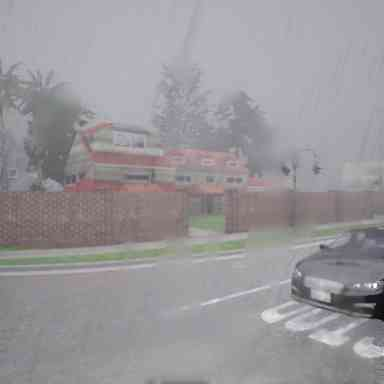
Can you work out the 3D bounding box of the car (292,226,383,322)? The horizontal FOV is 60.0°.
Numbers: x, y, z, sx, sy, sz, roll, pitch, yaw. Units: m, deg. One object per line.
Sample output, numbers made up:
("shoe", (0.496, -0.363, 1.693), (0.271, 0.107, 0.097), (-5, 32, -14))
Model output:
("car", (4.162, 1.557, 7.343), (4.902, 1.511, 2.128), (0, -1, -38))
